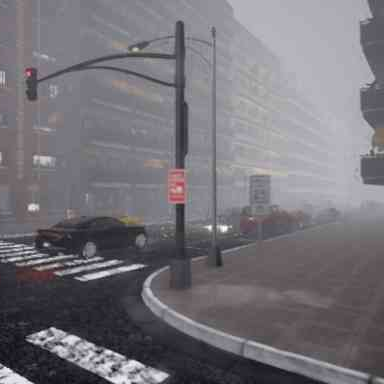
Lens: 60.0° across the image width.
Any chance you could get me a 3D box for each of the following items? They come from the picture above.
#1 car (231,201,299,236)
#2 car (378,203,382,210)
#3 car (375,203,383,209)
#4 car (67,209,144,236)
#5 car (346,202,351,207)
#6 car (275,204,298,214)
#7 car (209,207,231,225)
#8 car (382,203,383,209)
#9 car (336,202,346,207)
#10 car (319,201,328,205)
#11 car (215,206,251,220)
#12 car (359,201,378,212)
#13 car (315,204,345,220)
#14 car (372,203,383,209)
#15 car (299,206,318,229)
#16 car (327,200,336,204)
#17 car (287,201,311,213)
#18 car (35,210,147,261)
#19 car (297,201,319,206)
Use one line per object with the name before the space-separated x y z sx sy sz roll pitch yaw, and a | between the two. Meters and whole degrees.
car | 4.822 1.720 21.454 2.192 1.841 5.009 -2 -2 35
car | 34.065 2.629 63.202 2.192 1.841 5.009 -1 -2 35
car | 43.819 3.174 77.108 1.947 1.339 4.313 -1 -2 35
car | -5.395 1.850 21.408 1.752 1.417 4.829 -1 -2 35
car | 40.194 3.298 86.491 1.947 1.339 4.313 -1 -2 35
car | 14.100 2.463 49.241 1.752 1.417 4.829 -1 -2 35
car | 3.235 2.086 29.188 1.994 1.385 4.181 0 -1 35
car | 37.316 2.979 67.834 1.947 1.339 4.313 -1 -2 35
car | 33.694 3.083 77.213 1.887 1.381 4.507 -1 -2 35
car | 23.947 2.787 63.297 1.887 1.381 4.507 -1 -2 35
car | 4.451 2.181 35.463 1.887 1.381 4.507 -1 -2 35
car | 30.816 2.530 58.562 2.192 1.841 5.009 -2 -2 35
car | 14.572 2.292 35.362 1.802 1.307 4.206 -2 -2 35
car | 40.566 3.056 72.473 1.887 1.381 4.507 -1 -2 35
car | 8.073 2.052 26.086 1.887 1.381 4.507 -2 -2 35
car | 27.194 2.657 67.940 2.192 1.841 5.009 -1 -2 35
car | 17.446 2.357 54.024 2.192 1.841 5.009 -1 -2 35
car | -3.767 1.680 13.440 1.882 1.535 5.008 -1 -2 28
car | 16.251 2.435 47.612 1.837 1.490 4.892 0 -2 35
